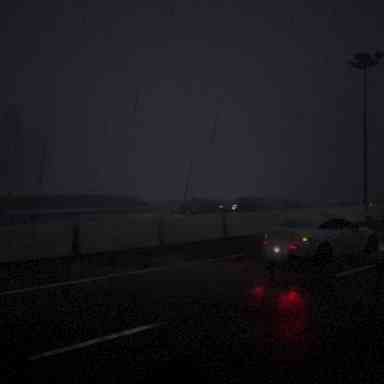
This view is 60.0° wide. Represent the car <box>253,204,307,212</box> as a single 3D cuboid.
[{"bbox_3d":[7.259,1.372,26.358,4.674,1.442,1.812,0,0,-35],"label":"car"}]

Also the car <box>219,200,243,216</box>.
[{"bbox_3d":[4.511,1.203,28.697,4.553,1.767,2.097,0,0,-35],"label":"car"}]

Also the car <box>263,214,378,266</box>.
[{"bbox_3d":[4.386,1.454,11.178,4.674,1.442,1.812,-1,0,-36],"label":"car"}]
